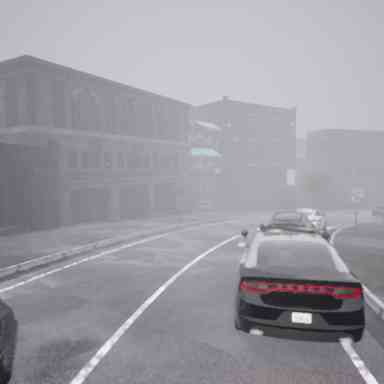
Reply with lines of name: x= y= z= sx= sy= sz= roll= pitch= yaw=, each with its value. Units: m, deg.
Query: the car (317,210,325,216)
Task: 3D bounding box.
car: x=7.252 y=1.753 z=20.963 sx=1.812 sy=1.442 sz=4.674 roll=2 pitch=0 yaw=30

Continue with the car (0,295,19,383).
car: x=-2.971 y=1.520 z=1.689 sx=1.837 sy=1.490 sz=4.892 roll=-1 pitch=0 yaw=6

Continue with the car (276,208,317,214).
car: x=4.740 y=1.658 z=15.863 sx=1.837 sy=1.490 sz=4.892 roll=1 pitch=0 yaw=23

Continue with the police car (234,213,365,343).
police car: x=1.964 y=1.484 z=6.934 sx=1.930 sy=1.638 sz=5.238 roll=0 pitch=0 yaw=11

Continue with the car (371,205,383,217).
car: x=22.838 y=2.221 z=38.516 sx=4.902 sy=1.511 sz=2.128 roll=2 pitch=2 yaw=-32
